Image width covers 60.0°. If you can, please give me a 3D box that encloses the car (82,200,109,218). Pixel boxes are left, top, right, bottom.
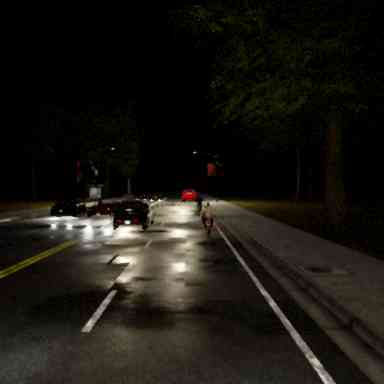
[{"bbox_3d":[-6.846,1.293,26.399,1.895,1.301,4.718,0,1,-1],"label":"car"}]

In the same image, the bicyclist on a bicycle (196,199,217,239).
[{"bbox_3d":[0.735,1.258,15.215,0.866,1.612,1.509,0,1,0],"label":"bicyclist on a bicycle"}]

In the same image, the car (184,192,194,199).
[{"bbox_3d":[-0.684,0.692,73.679,2.033,1.411,5.357,0,1,-1],"label":"car"}]

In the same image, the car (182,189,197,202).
[{"bbox_3d":[-0.417,0.577,55.805,2.150,2.045,5.566,0,1,-1],"label":"car"}]

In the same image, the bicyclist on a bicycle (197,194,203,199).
[{"bbox_3d":[0.631,1.043,28.133,0.659,1.776,1.843,0,1,-1],"label":"bicyclist on a bicycle"}]

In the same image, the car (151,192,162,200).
[{"bbox_3d":[-7.126,0.753,66.836,1.812,1.442,4.674,0,1,0],"label":"car"}]

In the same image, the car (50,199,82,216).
[{"bbox_3d":[-10.105,1.242,27.573,1.994,1.385,4.181,0,1,0],"label":"car"}]

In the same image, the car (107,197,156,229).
[{"bbox_3d":[-3.332,1.277,19.486,1.837,1.490,4.892,0,1,-1],"label":"car"}]

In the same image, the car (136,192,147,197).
[{"bbox_3d":[-10.392,0.700,69.062,1.837,1.490,4.892,0,1,-1],"label":"car"}]
